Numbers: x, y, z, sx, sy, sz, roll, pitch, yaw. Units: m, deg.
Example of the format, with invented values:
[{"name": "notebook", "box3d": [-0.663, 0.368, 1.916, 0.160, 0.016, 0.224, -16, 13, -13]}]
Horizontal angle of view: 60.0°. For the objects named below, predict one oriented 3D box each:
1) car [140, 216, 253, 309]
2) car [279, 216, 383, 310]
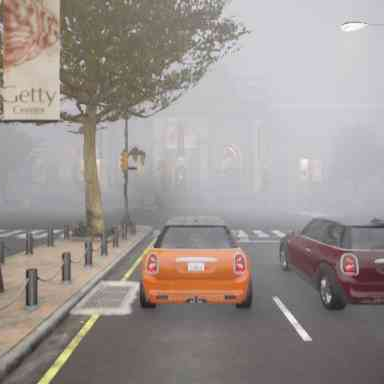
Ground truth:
[{"name": "car", "box3d": [0.086, 1.347, 8.030, 2.097, 1.767, 4.553, 0, 0, 0]}, {"name": "car", "box3d": [3.585, 1.347, 7.933, 2.097, 1.767, 4.553, 0, 0, 0]}]
